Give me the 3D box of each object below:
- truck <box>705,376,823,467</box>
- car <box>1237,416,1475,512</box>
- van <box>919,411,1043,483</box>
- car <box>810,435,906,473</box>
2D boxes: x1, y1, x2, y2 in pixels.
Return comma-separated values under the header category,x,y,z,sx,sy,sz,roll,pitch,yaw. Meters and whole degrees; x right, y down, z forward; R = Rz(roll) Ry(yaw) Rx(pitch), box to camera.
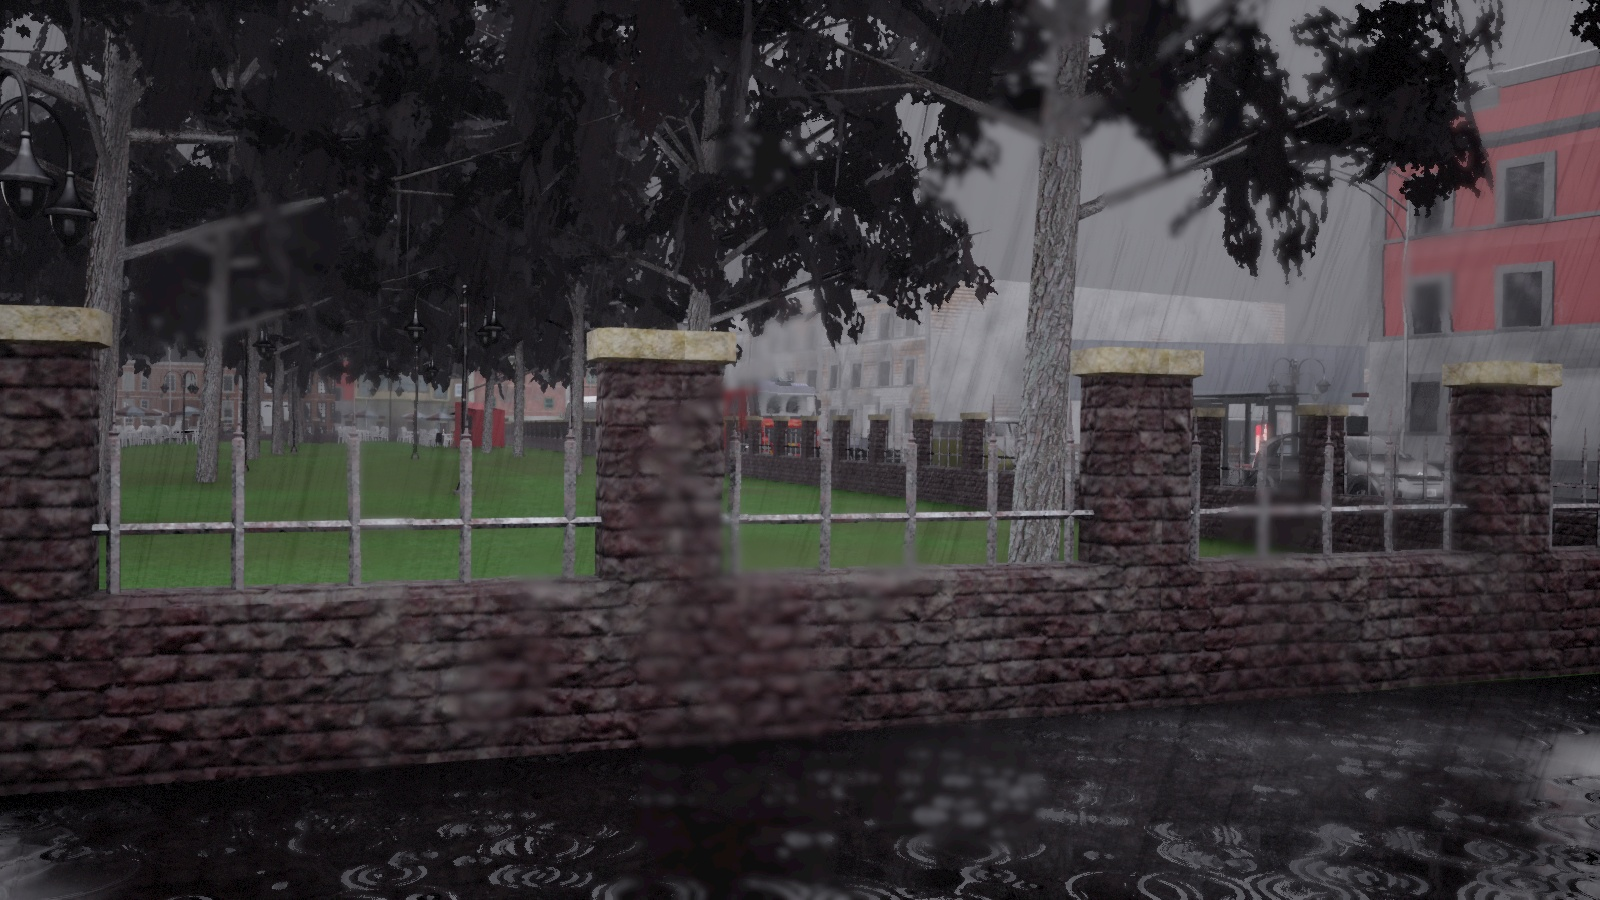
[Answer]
category,x,y,z,sx,sy,sz,roll,pitch,yaw
truck,-1.803,-1.282,57.441,2.891,3.827,8.468,-1,1,-20
car,10.278,0.202,23.553,1.851,1.617,3.988,-1,1,-19
van,5.323,-0.116,37.445,1.775,1.987,4.442,-1,1,-20
car,2.087,0.118,46.563,1.895,1.301,4.718,-1,1,-20
